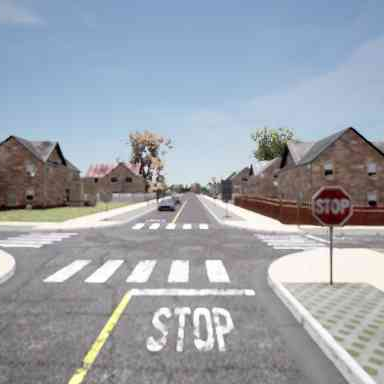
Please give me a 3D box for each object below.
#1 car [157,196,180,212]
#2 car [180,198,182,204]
[{"bbox_3d":[-2.809,1.455,37.814,2.033,1.411,5.357,0,0,0],"label":"car"},{"bbox_3d":[-2.759,1.369,55.039,1.837,1.490,4.892,0,0,0],"label":"car"}]
